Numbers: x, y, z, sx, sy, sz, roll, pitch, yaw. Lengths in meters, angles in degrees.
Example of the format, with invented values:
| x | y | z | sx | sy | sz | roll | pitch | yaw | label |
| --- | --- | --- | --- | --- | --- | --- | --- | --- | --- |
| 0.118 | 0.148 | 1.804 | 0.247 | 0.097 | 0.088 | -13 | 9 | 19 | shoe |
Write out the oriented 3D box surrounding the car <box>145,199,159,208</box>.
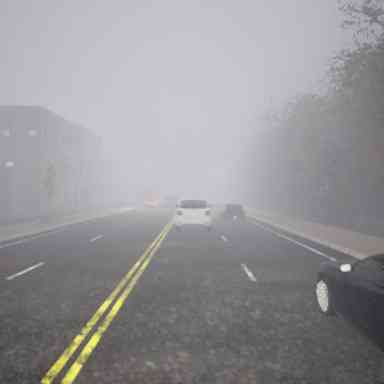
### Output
| x | y | z | sx | sy | sz | roll | pitch | yaw | label |
| --- | --- | --- | --- | --- | --- | --- | --- | --- | --- |
| -6.542 | 1.829 | 54.470 | 1.882 | 1.535 | 5.008 | 0 | 0 | 1 | car |

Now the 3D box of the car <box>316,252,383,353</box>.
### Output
| x | y | z | sx | sy | sz | roll | pitch | yaw | label |
| --- | --- | --- | --- | --- | --- | --- | --- | --- | --- |
| 3.350 | 1.508 | 4.562 | 1.882 | 1.535 | 5.008 | 0 | 0 | 0 | car |

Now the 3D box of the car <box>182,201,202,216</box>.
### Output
| x | y | z | sx | sy | sz | roll | pitch | yaw | label |
| --- | --- | --- | --- | --- | --- | --- | --- | --- | --- |
| 0.049 | 1.783 | 36.377 | 2.033 | 1.411 | 5.357 | 0 | 0 | 0 | car |

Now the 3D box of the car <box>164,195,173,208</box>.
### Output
| x | y | z | sx | sy | sz | roll | pitch | yaw | label |
| --- | --- | --- | --- | --- | --- | --- | --- | --- | --- |
| -3.291 | 1.563 | 54.264 | 2.150 | 2.045 | 5.566 | 0 | 0 | 1 | car |

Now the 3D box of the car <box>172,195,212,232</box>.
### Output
| x | y | z | sx | sy | sz | roll | pitch | yaw | label |
| --- | --- | --- | --- | --- | --- | --- | --- | --- | --- |
| 0.098 | 1.364 | 21.380 | 2.150 | 2.045 | 5.566 | 0 | 0 | 0 | car |

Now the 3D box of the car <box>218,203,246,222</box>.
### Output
| x | y | z | sx | sy | sz | roll | pitch | yaw | label |
| --- | --- | --- | --- | --- | --- | --- | --- | --- | --- |
| 3.348 | 1.690 | 28.069 | 1.837 | 1.490 | 4.892 | 0 | 0 | 0 | car |
